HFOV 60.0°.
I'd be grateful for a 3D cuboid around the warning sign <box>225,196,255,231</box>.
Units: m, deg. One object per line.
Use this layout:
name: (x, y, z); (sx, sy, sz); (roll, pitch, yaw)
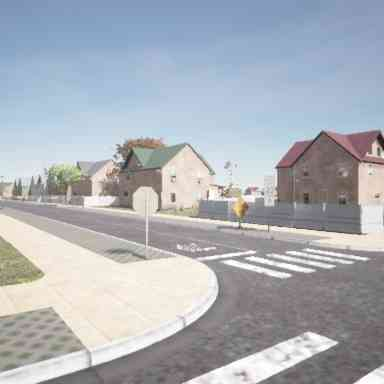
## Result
warning sign: (2.705, 1.157, 18.696); (1.300, 1.860, 1.060); (1, 0, -36)
